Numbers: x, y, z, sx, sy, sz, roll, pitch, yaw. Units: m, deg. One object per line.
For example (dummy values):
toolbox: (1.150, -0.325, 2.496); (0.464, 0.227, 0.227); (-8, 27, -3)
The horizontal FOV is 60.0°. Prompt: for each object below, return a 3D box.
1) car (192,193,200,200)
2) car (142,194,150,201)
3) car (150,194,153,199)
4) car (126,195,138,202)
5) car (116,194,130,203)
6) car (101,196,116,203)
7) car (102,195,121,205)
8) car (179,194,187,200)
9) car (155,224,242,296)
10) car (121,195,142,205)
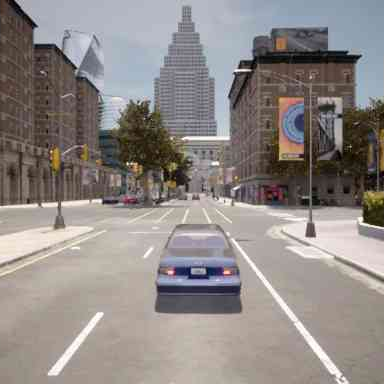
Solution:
car: (1.069, 1.349, 89.882); (2.097, 1.767, 4.553); (0, 0, 1)
car: (-10.678, 1.499, 69.514); (1.837, 1.490, 4.892); (0, 0, 1)
car: (-10.558, 1.354, 79.503); (2.097, 1.767, 4.553); (0, 0, 1)
car: (-14.067, 1.477, 78.741); (1.882, 1.535, 5.008); (0, 0, 1)
car: (-14.189, 1.354, 68.642); (2.097, 1.767, 4.553); (0, 0, 1)
car: (-17.426, 1.594, 69.687); (1.895, 1.301, 4.718); (0, 0, 1)
car: (-14.384, 1.600, 58.535); (1.895, 1.301, 4.718); (0, 0, 1)
car: (-2.436, 1.539, 89.523); (2.033, 1.411, 5.357); (0, 0, 1)
car: (0.166, 1.547, 8.803); (2.033, 1.411, 5.357); (0, 0, 1)
car: (-10.866, 1.477, 59.719); (1.882, 1.535, 5.008); (0, 0, 1)
